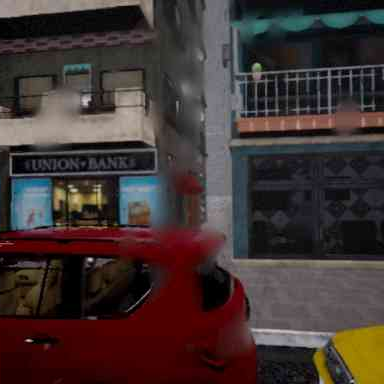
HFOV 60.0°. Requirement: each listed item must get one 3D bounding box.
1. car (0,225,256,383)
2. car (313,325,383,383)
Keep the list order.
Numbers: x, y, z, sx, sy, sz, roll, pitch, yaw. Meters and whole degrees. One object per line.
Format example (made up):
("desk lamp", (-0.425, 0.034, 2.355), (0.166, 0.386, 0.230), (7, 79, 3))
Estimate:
("car", (-1.856, 1.304, 3.459), (5.009, 1.841, 2.192), (0, 0, 8))
("car", (3.585, 1.495, 2.713), (4.829, 1.417, 1.752), (0, 0, 8))
